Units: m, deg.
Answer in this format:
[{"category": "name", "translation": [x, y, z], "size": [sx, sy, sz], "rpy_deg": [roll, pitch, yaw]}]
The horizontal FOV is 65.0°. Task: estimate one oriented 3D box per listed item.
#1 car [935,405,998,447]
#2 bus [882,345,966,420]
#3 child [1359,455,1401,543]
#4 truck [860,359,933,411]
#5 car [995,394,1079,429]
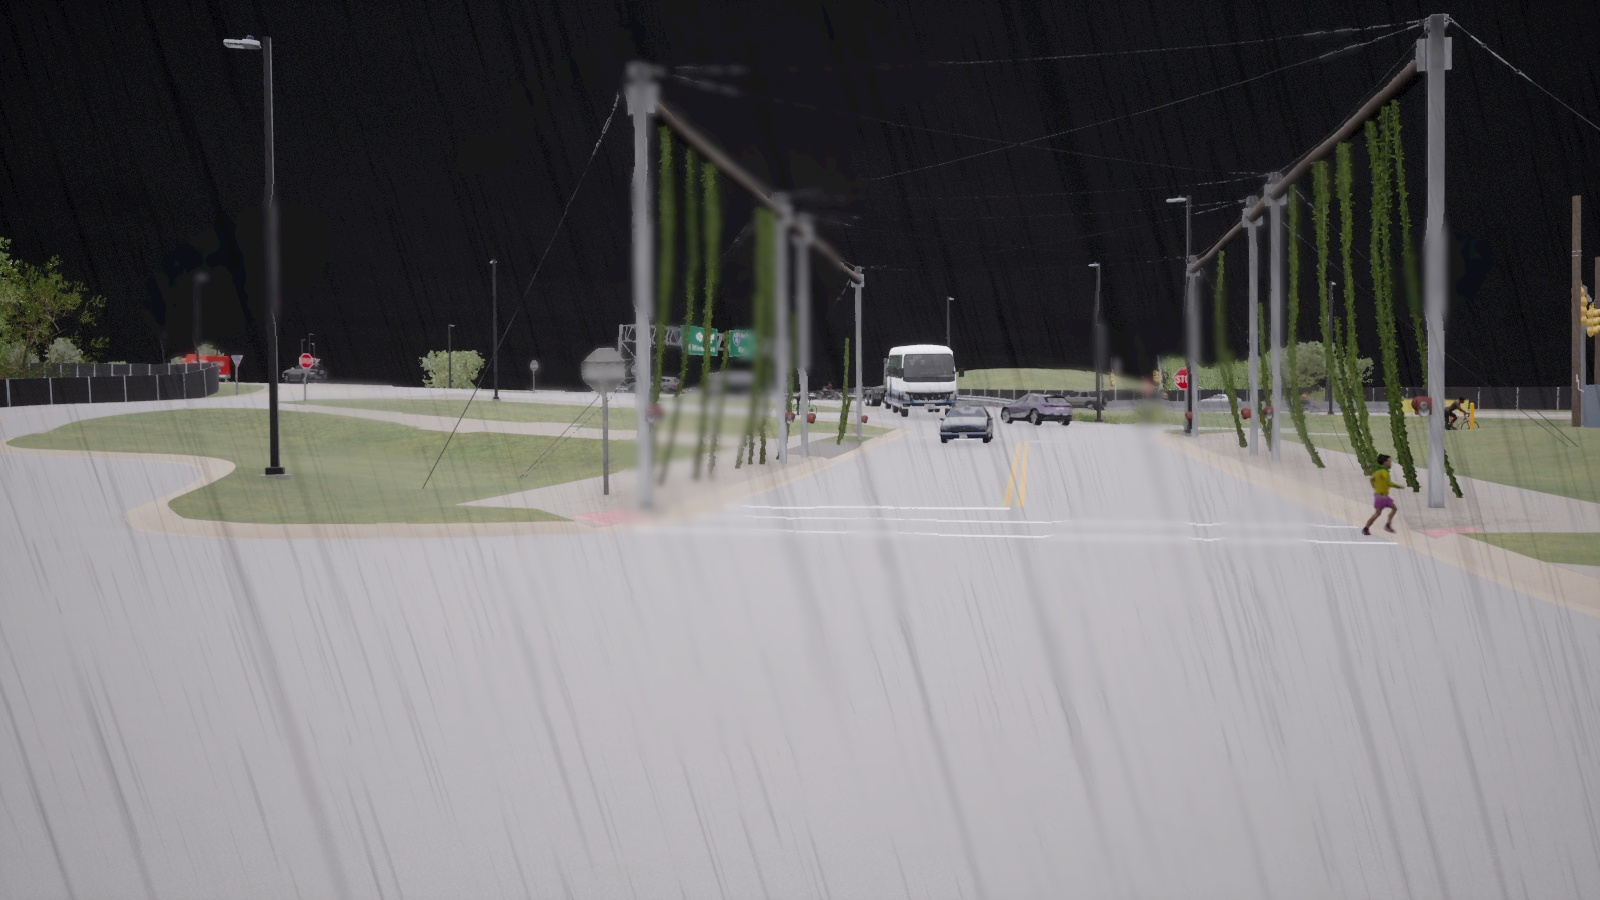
[{"category": "car", "translation": [6.504, -0.975, 48.603], "size": [2.033, 1.411, 5.357], "rpy_deg": [0, 3, 12]}, {"category": "bus", "translation": [7.442, -4.249, 77.097], "size": [3.944, 4.253, 10.273], "rpy_deg": [0, 4, -1]}, {"category": "child", "translation": [7.767, 0.647, 16.811], "size": [0.473, 1.160, 0.299], "rpy_deg": [0, 1, 19]}, {"category": "truck", "translation": [6.704, -4.677, 88.364], "size": [2.891, 3.462, 7.936], "rpy_deg": [-1, 4, -13]}, {"category": "car", "translation": [12.084, -2.009, 64.346], "size": [2.033, 1.649, 4.856], "rpy_deg": [1, 3, -20]}]
